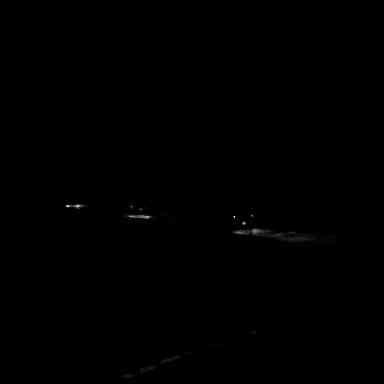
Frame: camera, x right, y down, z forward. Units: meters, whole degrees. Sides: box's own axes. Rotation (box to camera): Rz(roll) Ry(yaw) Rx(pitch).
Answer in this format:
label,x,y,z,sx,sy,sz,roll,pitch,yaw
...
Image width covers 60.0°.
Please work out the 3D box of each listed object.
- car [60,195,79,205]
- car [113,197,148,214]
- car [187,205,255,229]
label,x,y,z,sx,sy,sz,roll,pitch,yaw
car,-18.222,1.162,49.365,1.812,1.442,4.674,0,0,-35
car,-5.969,1.293,31.879,1.837,1.490,4.892,0,0,-35
car,1.728,1.480,21.029,1.895,1.301,4.718,0,0,-36
